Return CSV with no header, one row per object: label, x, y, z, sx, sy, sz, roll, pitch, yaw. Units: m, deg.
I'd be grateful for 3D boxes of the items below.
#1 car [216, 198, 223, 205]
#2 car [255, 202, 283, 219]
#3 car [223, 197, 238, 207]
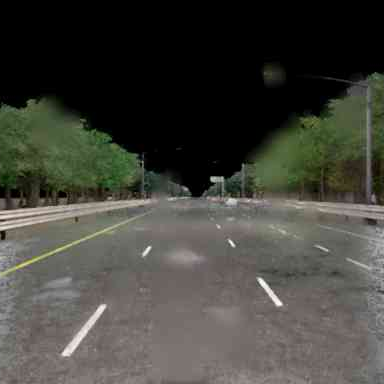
car,7.342,2.061,77.307,2.097,1.767,4.553,0,-1,0
car,7.059,1.625,30.849,2.128,1.511,4.902,0,0,0
car,7.217,2.016,61.167,1.812,1.442,4.674,0,-1,0
